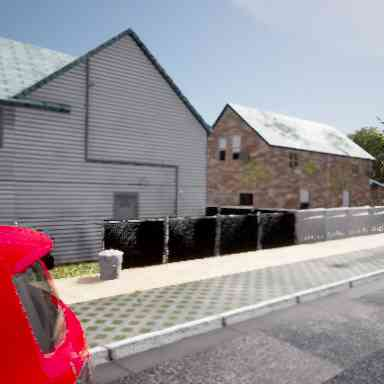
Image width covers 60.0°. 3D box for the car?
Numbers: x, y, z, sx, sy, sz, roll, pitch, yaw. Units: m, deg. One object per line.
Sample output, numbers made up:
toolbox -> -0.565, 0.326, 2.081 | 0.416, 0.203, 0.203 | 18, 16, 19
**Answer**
car -> -3.062, 1.214, 0.886 | 5.566, 2.045, 2.150 | 0, 0, -36
